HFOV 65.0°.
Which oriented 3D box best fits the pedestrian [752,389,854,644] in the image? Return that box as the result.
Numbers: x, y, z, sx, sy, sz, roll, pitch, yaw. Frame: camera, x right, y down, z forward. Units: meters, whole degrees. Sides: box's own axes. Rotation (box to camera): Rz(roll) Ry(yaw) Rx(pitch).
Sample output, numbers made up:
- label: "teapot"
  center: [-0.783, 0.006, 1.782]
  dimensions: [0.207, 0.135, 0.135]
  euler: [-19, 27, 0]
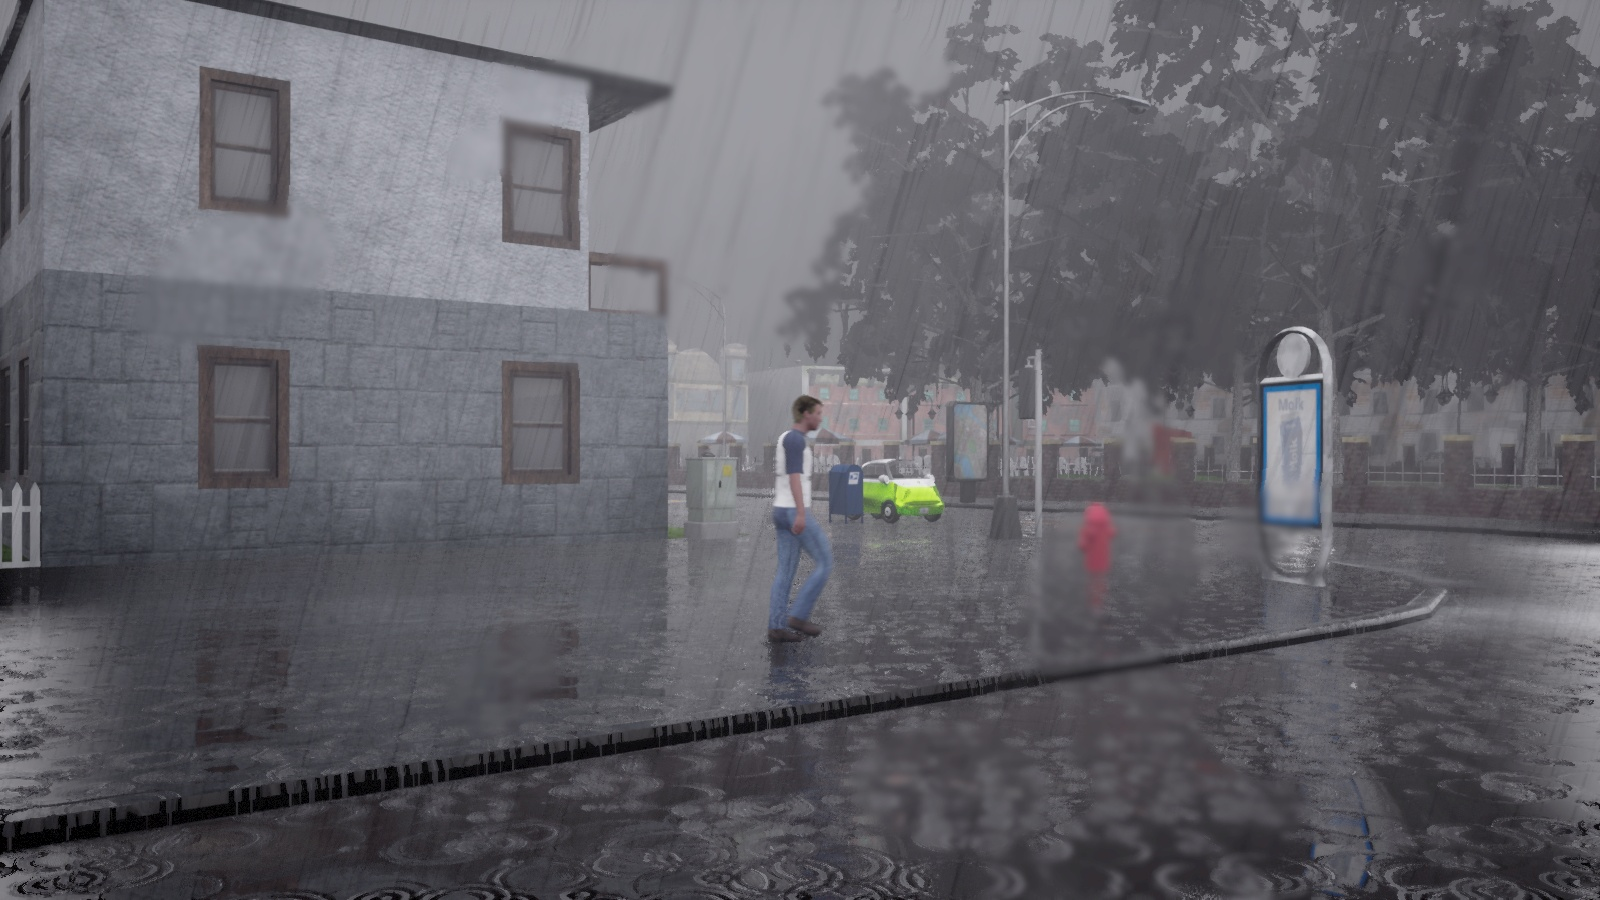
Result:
- label: "pedestrian"
  center: [0.016, 0.477, 9.287]
  dimensions: [0.706, 1.836, 0.354]
  euler: [0, 0, -9]

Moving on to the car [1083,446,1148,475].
- label: "car"
  center: [21.153, 0.702, 84.161]
  dimensions: [1.905, 1.878, 3.866]
  euler: [0, 0, -38]

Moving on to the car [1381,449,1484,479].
- label: "car"
  center: [35.844, 0.773, 71.283]
  dimensions: [2.033, 1.649, 4.856]
  euler: [0, 0, -37]

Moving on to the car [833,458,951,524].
- label: "car"
  center: [2.007, 0.863, 27.658]
  dimensions: [1.481, 1.376, 2.207]
  euler: [0, -1, -37]
